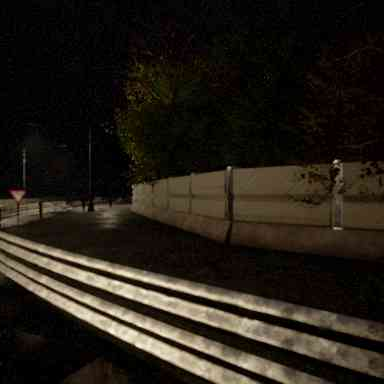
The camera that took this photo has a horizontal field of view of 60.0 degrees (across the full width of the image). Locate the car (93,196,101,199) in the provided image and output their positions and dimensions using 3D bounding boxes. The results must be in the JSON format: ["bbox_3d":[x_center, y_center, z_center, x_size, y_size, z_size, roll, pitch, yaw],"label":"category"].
[{"bbox_3d":[-25.218,1.691,88.508,1.895,1.301,4.718,0,0,-18],"label":"car"}]

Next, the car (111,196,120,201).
[{"bbox_3d":[-20.264,1.635,88.325,1.994,1.385,4.181,0,0,-3],"label":"car"}]

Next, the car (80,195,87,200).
[{"bbox_3d":[-28.581,1.580,87.542,1.882,1.535,5.008,0,0,-18],"label":"car"}]
